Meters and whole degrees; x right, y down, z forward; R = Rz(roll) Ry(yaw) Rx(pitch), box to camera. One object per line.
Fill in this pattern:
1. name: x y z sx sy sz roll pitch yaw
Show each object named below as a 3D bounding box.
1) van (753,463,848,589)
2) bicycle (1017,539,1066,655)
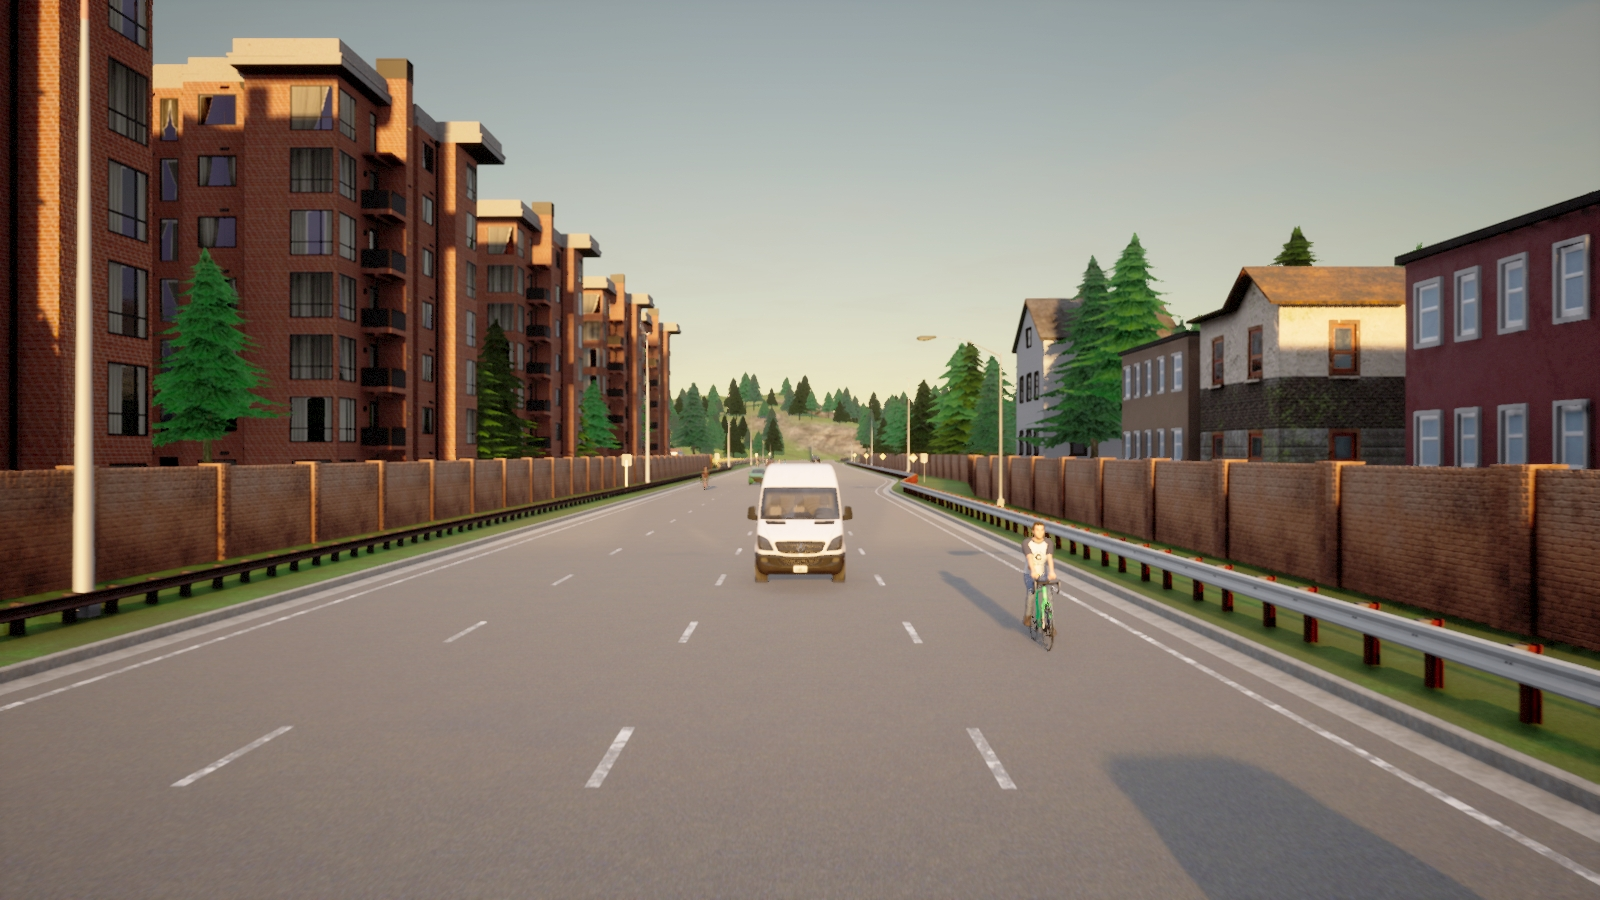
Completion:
1. van: 0.008 1.604 26.687 1.988 2.561 5.915 0 0 0
2. bicycle: 3.503 2.101 16.650 0.373 1.496 1.643 0 0 0
